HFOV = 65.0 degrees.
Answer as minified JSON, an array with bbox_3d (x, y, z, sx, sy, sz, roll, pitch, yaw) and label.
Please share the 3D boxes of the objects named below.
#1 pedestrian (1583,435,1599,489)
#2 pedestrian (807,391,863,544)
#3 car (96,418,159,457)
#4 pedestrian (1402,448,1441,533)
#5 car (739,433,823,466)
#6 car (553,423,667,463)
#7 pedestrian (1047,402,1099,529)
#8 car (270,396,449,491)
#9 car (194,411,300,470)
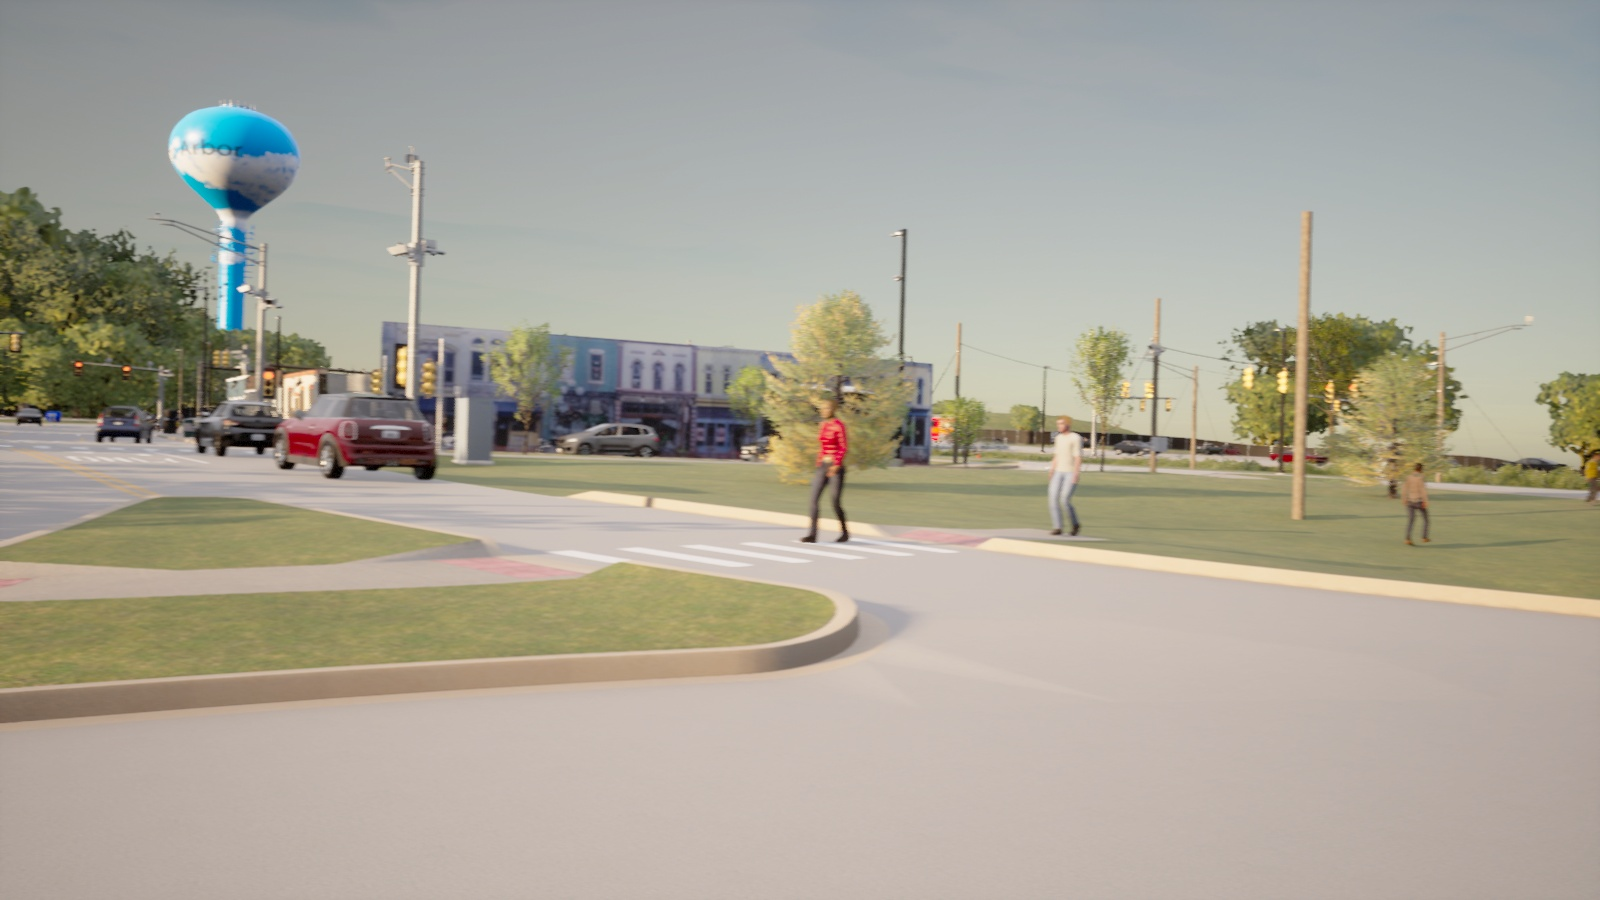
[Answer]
[{"bbox_3d":[27.662,0.421,43.575,0.431,1.840,0.709,1,0,-28],"label":"pedestrian"},{"bbox_3d":[0.436,0.217,15.493,0.636,1.846,0.331,1,0,-45],"label":"pedestrian"},{"bbox_3d":[-29.383,-0.524,54.943,1.851,1.617,3.988,1,0,-20],"label":"car"},{"bbox_3d":[13.477,0.867,27.228,0.869,1.805,0.328,1,0,-32],"label":"pedestrian"},{"bbox_3d":[-0.942,-0.014,61.544,3.705,1.549,1.789,1,-1,-30],"label":"car"},{"bbox_3d":[-8.626,-0.302,57.053,4.611,1.667,2.242,1,-1,-30],"label":"car"},{"bbox_3d":[4.027,0.232,18.521,0.706,1.836,0.354,1,0,-37],"label":"pedestrian"},{"bbox_3d":[-9.147,-0.182,25.857,2.097,1.767,4.553,1,2,-38],"label":"car"},{"bbox_3d":[-14.849,-0.263,33.584,1.816,1.474,4.193,1,1,-35],"label":"car"}]
